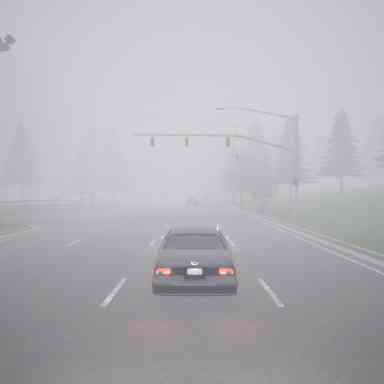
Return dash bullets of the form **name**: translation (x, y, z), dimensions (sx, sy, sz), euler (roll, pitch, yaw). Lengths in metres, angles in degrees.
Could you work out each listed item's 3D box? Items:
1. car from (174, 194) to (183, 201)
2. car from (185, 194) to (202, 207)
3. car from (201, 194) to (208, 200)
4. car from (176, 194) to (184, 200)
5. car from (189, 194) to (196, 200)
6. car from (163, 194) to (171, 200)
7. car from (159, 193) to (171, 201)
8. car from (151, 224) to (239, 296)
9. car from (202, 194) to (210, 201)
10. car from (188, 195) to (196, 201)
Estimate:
- **car**: translation (-3.460, 1.517, 83.890), dimensions (1.812, 1.442, 4.674), euler (0, 0, 0)
- **car**: translation (0.023, 1.352, 52.829), dimensions (2.097, 1.767, 4.553), euler (0, 0, 0)
- **car**: translation (3.545, 1.310, 93.890), dimensions (1.882, 1.535, 5.008), euler (0, 0, 0)
- **car**: translation (-3.455, 1.358, 93.893), dimensions (2.128, 1.511, 4.902), euler (0, 0, 0)
- **car**: translation (0.045, 1.310, 93.892), dimensions (1.882, 1.535, 5.008), euler (0, 0, 0)
- **car**: translation (-6.955, 1.385, 93.895), dimensions (1.994, 1.385, 4.181), euler (0, 0, 0)
- **car**: translation (-6.960, 1.217, 83.505), dimensions (2.150, 2.045, 5.566), euler (0, 0, 0)
- **car**: translation (0.070, 1.547, 8.790), dimensions (2.033, 1.411, 5.357), euler (0, 0, 0)
- **car**: translation (3.540, 1.492, 83.470), dimensions (1.837, 1.490, 4.892), euler (0, 0, 0)
- **car**: translation (0.040, 1.531, 83.472), dimensions (2.033, 1.411, 5.357), euler (0, 0, 0)
